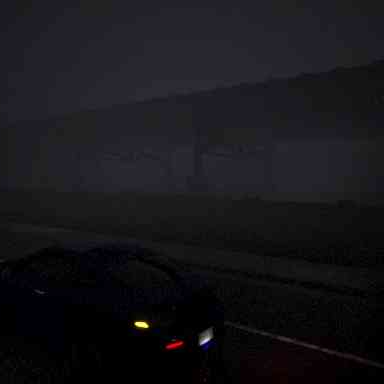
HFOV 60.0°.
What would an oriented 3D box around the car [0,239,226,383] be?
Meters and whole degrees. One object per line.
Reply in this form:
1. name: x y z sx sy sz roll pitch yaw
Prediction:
1. car: -1.710 1.479 5.211 4.674 1.442 1.812 1 0 36
